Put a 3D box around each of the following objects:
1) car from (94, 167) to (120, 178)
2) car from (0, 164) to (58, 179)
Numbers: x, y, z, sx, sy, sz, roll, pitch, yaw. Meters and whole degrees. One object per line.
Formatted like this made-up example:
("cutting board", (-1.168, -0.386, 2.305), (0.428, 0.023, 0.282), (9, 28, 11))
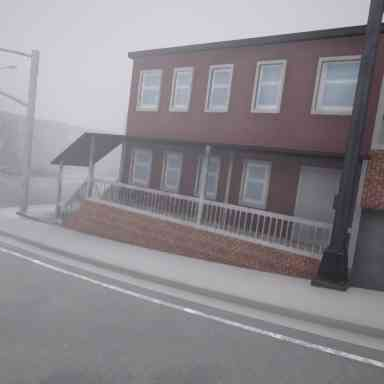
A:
("car", (-11.527, -2.725, 46.612), (2.128, 1.511, 4.902), (11, 6, 35))
("car", (-16.450, -2.145, 33.882), (2.033, 1.411, 5.357), (11, 6, 36))
